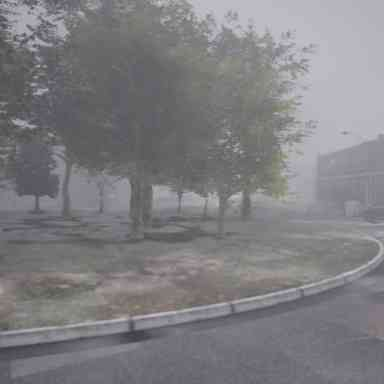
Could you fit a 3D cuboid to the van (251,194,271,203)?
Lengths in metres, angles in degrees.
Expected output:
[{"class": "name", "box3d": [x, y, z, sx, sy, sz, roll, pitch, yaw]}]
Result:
[{"class": "van", "box3d": [15.622, 1.439, 75.622, 4.442, 1.987, 1.878, 1, 1, 10]}]

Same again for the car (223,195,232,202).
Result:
[{"class": "car", "box3d": [8.611, 1.609, 79.594, 1.812, 1.442, 4.674, 1, 1, 10]}]

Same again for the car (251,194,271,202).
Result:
[{"class": "car", "box3d": [16.712, 1.500, 80.950, 4.553, 1.767, 2.185, 1, 1, 10]}]

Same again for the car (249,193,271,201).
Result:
[{"class": "car", "box3d": [18.162, 1.304, 89.158, 5.566, 2.045, 2.435, 1, 1, 10]}]

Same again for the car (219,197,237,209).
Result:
[{"class": "car", "box3d": [4.969, 1.654, 48.238, 1.882, 1.535, 5.008, 1, 0, -1]}]

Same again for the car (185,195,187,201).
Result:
[{"class": "car", "box3d": [-4.286, 1.480, 78.123, 4.674, 1.452, 2.002, 1, 0, 10]}]

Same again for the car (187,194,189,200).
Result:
[{"class": "car", "box3d": [-3.779, 1.300, 80.833, 4.553, 1.767, 2.185, 1, 0, 10]}]

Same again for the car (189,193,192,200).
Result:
[{"class": "car", "box3d": [-3.339, 1.409, 83.561, 4.892, 1.521, 2.231, 1, 0, 10]}]

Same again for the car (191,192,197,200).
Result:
[{"class": "car", "box3d": [-2.403, 1.113, 88.993, 5.566, 2.045, 2.435, 1, 1, 10]}]

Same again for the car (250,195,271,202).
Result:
[{"class": "car", "box3d": [17.180, 1.601, 83.817, 5.008, 1.535, 2.097, 1, 1, 10]}]

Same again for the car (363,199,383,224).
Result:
[{"class": "car", "box3d": [14.966, 1.439, 24.379, 2.150, 2.045, 5.566, 1, -1, -5]}]

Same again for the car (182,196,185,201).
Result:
[{"class": "car", "box3d": [-4.771, 1.454, 75.410, 5.008, 1.535, 2.097, 1, 0, 10]}]

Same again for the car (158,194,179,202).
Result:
[{"class": "car", "box3d": [-5.212, 1.339, 72.683, 4.553, 1.767, 2.185, 1, 0, 10]}]

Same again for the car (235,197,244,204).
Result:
[{"class": "car", "box3d": [10.230, 1.750, 71.403, 1.895, 1.301, 4.718, 1, 0, 10]}]

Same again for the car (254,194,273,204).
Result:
[{"class": "car", "box3d": [14.254, 1.722, 67.392, 4.792, 1.488, 2.163, 1, 0, 10]}]

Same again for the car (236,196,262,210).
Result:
[{"class": "car", "box3d": [7.963, 1.689, 46.638, 1.882, 1.535, 5.008, 0, 0, -2]}]
